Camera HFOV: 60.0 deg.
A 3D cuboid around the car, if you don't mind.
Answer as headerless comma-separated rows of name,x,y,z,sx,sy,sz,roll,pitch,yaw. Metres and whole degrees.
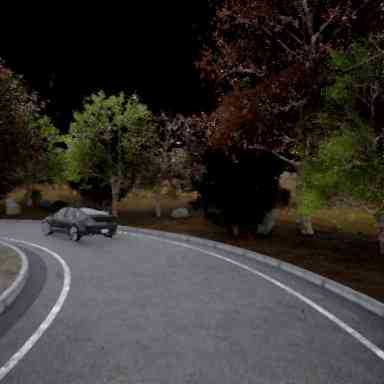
car,-5.566,1.438,16.222,4.892,1.490,1.837,1,-1,44
